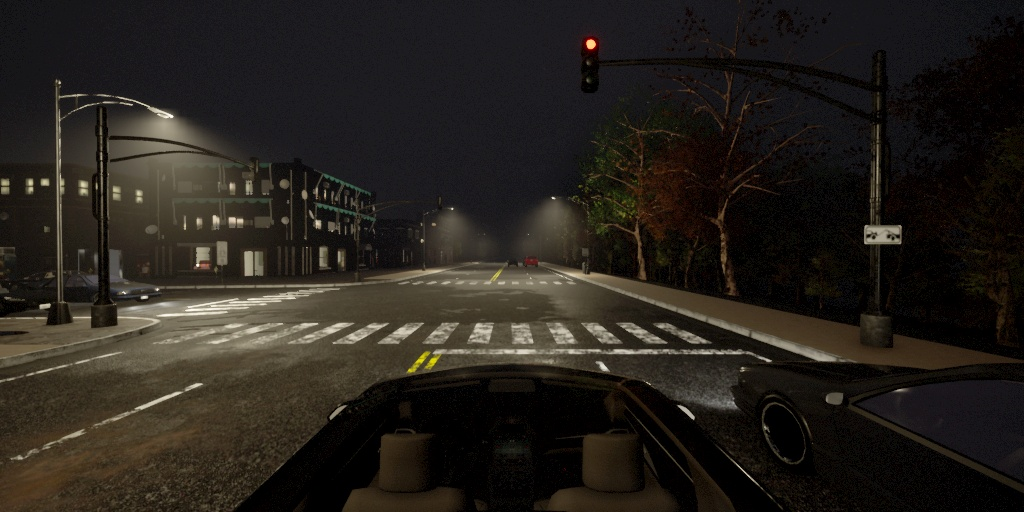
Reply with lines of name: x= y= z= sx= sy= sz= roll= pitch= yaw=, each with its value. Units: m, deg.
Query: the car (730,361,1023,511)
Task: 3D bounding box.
car: x=3.327 y=1.297 z=1.672 sx=2.033 sy=1.411 sz=5.357 roll=0 pitch=0 yaw=3

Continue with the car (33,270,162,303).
car: x=-19.287 y=1.512 z=16.380 sx=5.357 sy=1.411 sz=2.033 roll=-1 pitch=1 yaw=3

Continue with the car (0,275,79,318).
car: x=-19.935 y=1.565 z=13.654 sx=4.313 sy=1.339 sz=1.948 roll=0 pitch=0 yaw=0

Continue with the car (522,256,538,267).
car: x=3.416 y=0.948 z=63.877 sx=2.150 sy=2.045 sz=5.566 roll=0 pitch=0 yaw=0
